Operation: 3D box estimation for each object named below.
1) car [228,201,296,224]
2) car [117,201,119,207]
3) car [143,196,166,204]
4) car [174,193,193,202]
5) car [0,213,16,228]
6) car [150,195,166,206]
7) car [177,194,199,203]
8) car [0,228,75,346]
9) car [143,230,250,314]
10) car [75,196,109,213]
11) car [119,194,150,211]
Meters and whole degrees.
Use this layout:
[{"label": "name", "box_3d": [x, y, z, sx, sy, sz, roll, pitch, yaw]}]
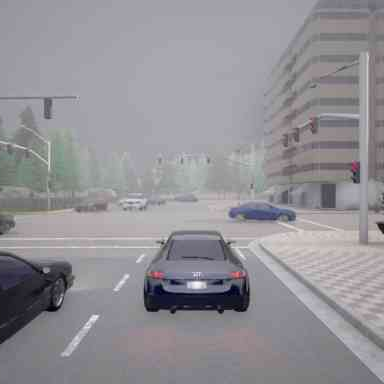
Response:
[{"label": "car", "box_3d": [5.230, 1.501, 25.164, 5.008, 1.535, 1.882, 1, 1, 14]}, {"label": "car", "box_3d": [-10.011, 1.525, 50.836, 1.812, 1.442, 4.674, 0, 0, 6]}, {"label": "car", "box_3d": [-7.096, 1.547, 63.997, 2.033, 1.411, 5.357, 0, 0, 22]}, {"label": "car", "box_3d": [-1.717, 1.225, 73.905, 2.150, 2.045, 5.566, 0, 0, 34]}, {"label": "car", "box_3d": [-10.585, 1.547, 15.930, 2.033, 1.411, 5.357, 0, 0, 0]}, {"label": "car", "box_3d": [-5.926, 1.352, 55.360, 2.097, 1.767, 4.553, 0, 0, 12]}, {"label": "car", "box_3d": [-0.536, 1.601, 69.475, 1.895, 1.301, 4.718, 0, 0, 31]}, {"label": "car", "box_3d": [-3.427, 1.547, 4.668, 2.033, 1.411, 5.357, 0, 0, 0]}, {"label": "car", "box_3d": [0.091, 1.564, 7.703, 1.994, 1.385, 4.181, 0, 0, 0]}, {"label": "car", "box_3d": [-11.120, 1.355, 37.135, 2.097, 1.767, 4.553, 0, 0, 11]}, {"label": "car", "box_3d": [-6.979, 1.221, 40.978, 2.150, 2.045, 5.566, 0, 0, 1]}]
